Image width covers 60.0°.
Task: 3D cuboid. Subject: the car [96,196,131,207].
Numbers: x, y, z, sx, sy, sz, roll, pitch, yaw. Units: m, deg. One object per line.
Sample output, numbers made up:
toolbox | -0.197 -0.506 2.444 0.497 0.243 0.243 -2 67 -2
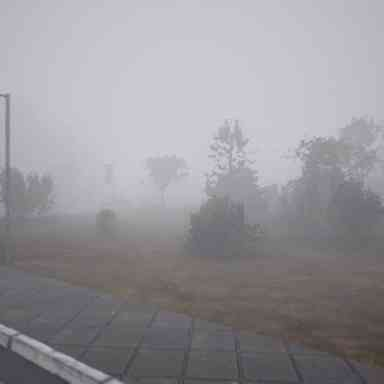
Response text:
car | -11.215 1.512 49.217 1.895 1.301 4.718 0 1 39

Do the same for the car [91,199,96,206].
car | -13.413 1.378 52.063 1.882 1.535 5.008 0 1 39

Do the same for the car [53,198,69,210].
car | -17.685 1.467 41.197 2.128 1.511 4.902 0 0 39
